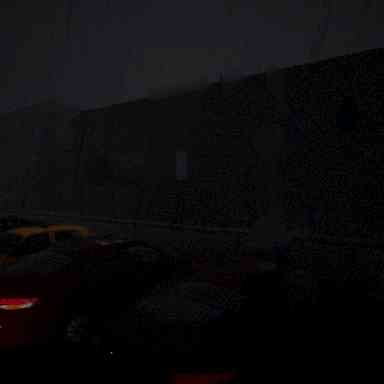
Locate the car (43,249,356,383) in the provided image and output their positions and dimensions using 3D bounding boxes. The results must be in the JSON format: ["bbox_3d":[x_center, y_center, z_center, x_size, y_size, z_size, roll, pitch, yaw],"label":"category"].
[{"bbox_3d":[0.812,1.535,4.436,2.002,1.452,4.674,0,0,37],"label":"car"}]

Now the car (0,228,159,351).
[{"bbox_3d":[-1.442,1.528,6.139,2.002,1.452,4.674,0,0,37],"label":"car"}]

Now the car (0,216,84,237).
[{"bbox_3d":[-3.807,1.477,7.697,1.946,1.575,5.366,0,0,37],"label":"car"}]
